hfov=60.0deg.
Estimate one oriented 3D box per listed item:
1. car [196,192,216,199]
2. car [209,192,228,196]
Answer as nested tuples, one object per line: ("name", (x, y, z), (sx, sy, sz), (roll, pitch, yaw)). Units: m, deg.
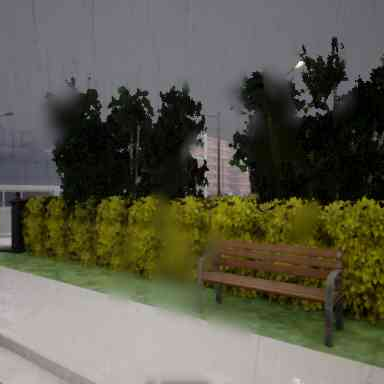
("car", (2.999, 0.748, 69.764), (1.812, 1.442, 4.674), (0, 1, 35))
("car", (5.516, 0.722, 67.304), (2.128, 1.511, 4.902), (0, 1, 35))
